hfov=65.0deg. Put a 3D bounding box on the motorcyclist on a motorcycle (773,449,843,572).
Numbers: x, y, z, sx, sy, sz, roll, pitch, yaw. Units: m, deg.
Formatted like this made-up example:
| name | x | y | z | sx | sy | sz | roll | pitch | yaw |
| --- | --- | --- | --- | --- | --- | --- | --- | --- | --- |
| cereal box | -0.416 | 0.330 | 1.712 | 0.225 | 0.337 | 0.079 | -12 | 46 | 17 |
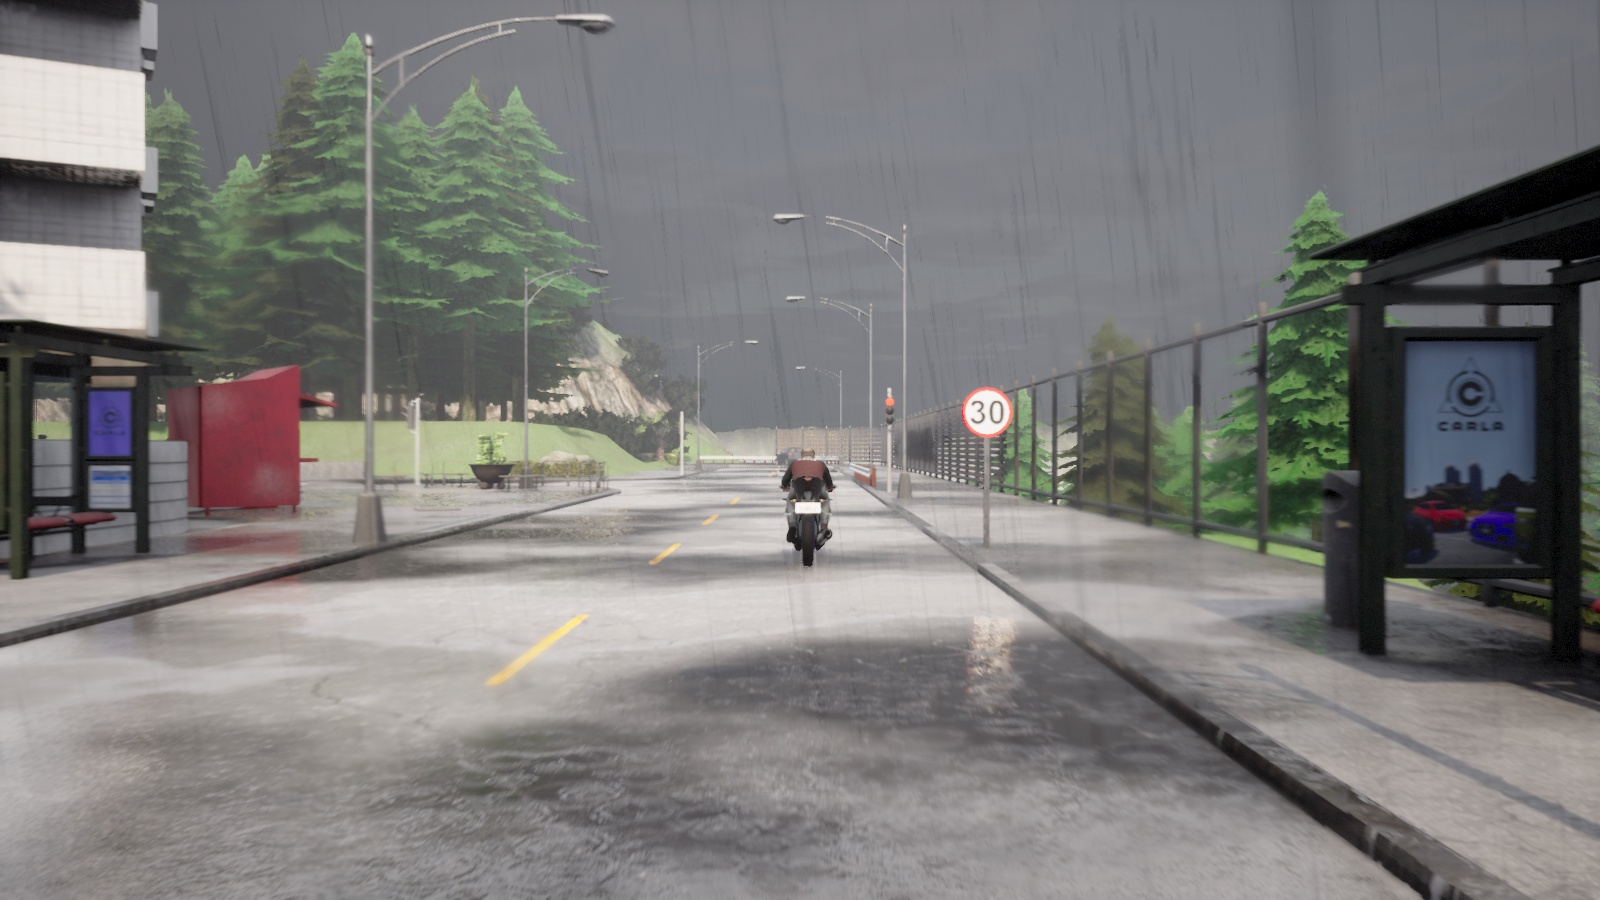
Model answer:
| name | x | y | z | sx | sy | sz | roll | pitch | yaw |
| --- | --- | --- | --- | --- | --- | --- | --- | --- | --- |
| motorcyclist on a motorcycle | 0.106 | 0.748 | 16.692 | 0.866 | 1.530 | 2.191 | 0 | 0 | 0 |
